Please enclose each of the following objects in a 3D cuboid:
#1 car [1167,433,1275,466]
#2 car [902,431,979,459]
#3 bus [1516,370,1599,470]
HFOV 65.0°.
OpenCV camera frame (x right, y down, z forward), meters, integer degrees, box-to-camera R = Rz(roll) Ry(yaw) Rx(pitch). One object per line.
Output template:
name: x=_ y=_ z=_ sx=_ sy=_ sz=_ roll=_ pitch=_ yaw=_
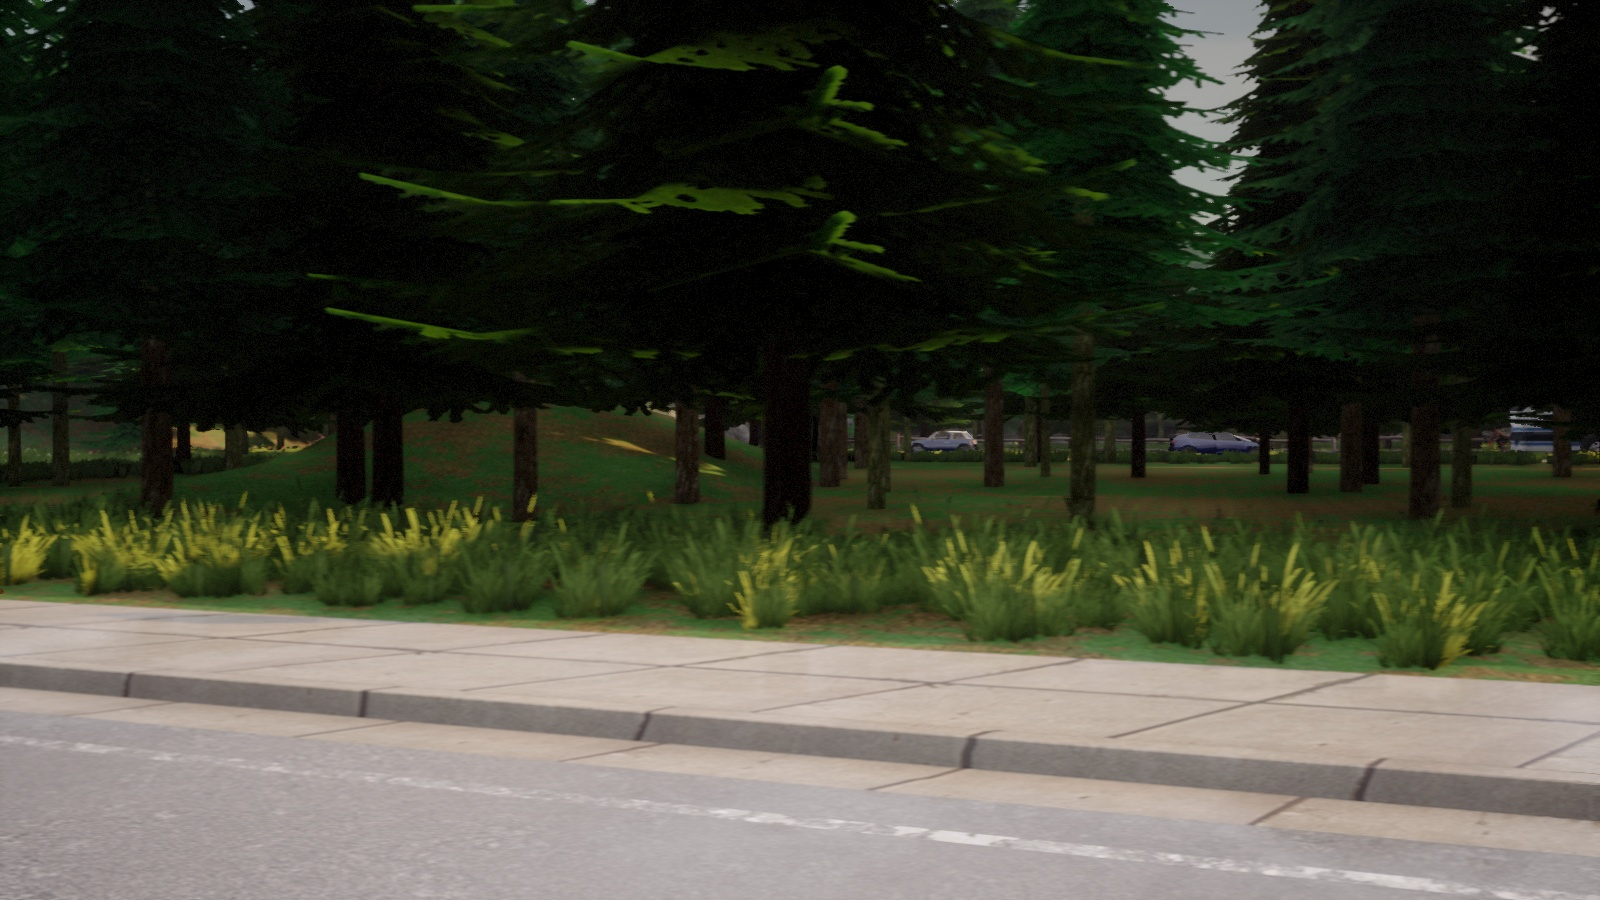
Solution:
car: x=20.124 y=-0.057 z=60.062 sx=4.792 sy=1.488 sz=2.163 roll=1 pitch=1 yaw=19
car: x=7.633 y=-0.266 z=68.053 sx=3.806 sy=1.475 sz=1.970 roll=0 pitch=1 yaw=18
bus: x=37.143 y=-1.281 z=54.210 sx=10.273 sy=4.253 sz=3.944 roll=1 pitch=1 yaw=20
